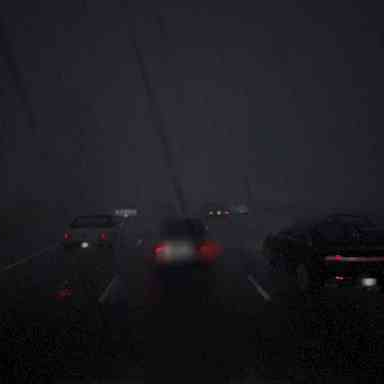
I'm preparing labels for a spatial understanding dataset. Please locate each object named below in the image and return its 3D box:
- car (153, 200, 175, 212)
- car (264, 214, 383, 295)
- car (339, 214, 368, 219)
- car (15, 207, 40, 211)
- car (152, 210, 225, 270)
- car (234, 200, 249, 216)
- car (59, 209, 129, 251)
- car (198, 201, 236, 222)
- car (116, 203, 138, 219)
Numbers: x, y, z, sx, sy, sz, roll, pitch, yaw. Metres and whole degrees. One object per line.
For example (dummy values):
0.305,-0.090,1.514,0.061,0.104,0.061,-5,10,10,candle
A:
-2.834,1.537,33.237,1.882,1.535,5.008,0,0,-9,car
3.272,1.502,8.758,2.128,1.511,4.902,0,0,-2,car
6.452,1.614,14.596,1.895,1.301,4.718,0,0,-4,car
-17.692,1.581,35.816,2.128,1.511,4.902,0,0,-11,car
-0.326,1.567,11.096,2.033,1.411,5.357,0,0,-3,car
4.263,1.573,33.220,1.812,1.442,4.674,0,0,-9,car
-4.053,1.631,14.301,1.895,1.301,4.718,0,0,-4,car
1.657,1.589,26.947,2.033,1.411,5.357,0,0,-7,car
-5.826,1.660,29.855,1.895,1.301,4.718,0,0,-9,car
